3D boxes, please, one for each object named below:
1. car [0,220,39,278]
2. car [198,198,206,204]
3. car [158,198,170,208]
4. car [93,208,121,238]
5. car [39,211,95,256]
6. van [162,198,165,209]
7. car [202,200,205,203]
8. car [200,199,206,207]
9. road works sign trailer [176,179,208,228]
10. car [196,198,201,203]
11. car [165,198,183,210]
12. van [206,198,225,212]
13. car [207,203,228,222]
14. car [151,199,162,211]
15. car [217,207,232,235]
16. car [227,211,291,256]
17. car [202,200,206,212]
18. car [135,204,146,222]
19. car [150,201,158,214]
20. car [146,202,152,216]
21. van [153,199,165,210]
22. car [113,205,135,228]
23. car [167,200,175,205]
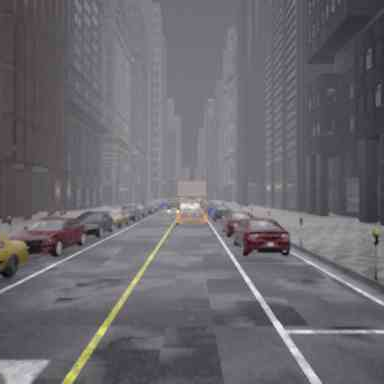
[{"bbox_3d":[-5.769,1.631,8.055,1.752,1.417,4.829,0,-1,0],"label":"car"},{"bbox_3d":[2.723,2.422,64.605,1.887,1.381,4.507,0,-1,0],"label":"car"},{"bbox_3d":[-5.805,2.272,70.224,2.192,1.841,5.009,0,-1,0],"label":"car"},{"bbox_3d":[-5.775,1.821,19.497,1.947,1.339,4.313,0,-1,0],"label":"car"},{"bbox_3d":[-5.772,1.726,13.861,1.887,1.381,4.507,0,-1,0],"label":"car"},{"bbox_3d":[-5.795,2.058,53.316,1.690,1.788,3.998,0,-1,0],"label":"van"},{"bbox_3d":[2.733,2.221,47.698,1.802,1.307,4.206,0,-1,0],"label":"car"},{"bbox_3d":[2.730,2.269,53.334,2.008,1.369,4.403,0,-1,0],"label":"car"},{"bbox_3d":[-0.015,0.796,25.189,2.380,3.560,2.880,0,-1,0],"label":"road works sign trailer"},{"bbox_3d":[2.716,2.354,75.879,2.192,1.841,5.009,0,-1,0],"label":"car"},{"bbox_3d":[-3.091,1.985,56.615,2.150,2.045,5.566,0,-1,1],"label":"car"},{"bbox_3d":[2.740,1.825,36.429,1.690,1.788,3.998,0,-1,0],"label":"van"},{"bbox_3d":[2.743,1.958,30.791,2.008,1.369,4.403,0,-1,0],"label":"car"},{"bbox_3d":[-5.792,2.078,47.679,1.967,1.590,4.097,0,-1,0],"label":"car"},{"bbox_3d":[2.750,1.801,19.520,1.887,1.381,4.507,0,-1,0],"label":"car"},{"bbox_3d":[2.753,1.728,13.884,1.887,1.381,4.507,0,-1,0],"label":"car"},{"bbox_3d":[2.736,2.112,42.063,2.008,1.369,4.403,0,-1,0],"label":"car"},{"bbox_3d":[-5.782,1.972,30.768,1.947,1.339,4.313,0,-1,0],"label":"car"},{"bbox_3d":[-5.788,2.126,42.041,1.947,1.339,4.313,0,-1,0],"label":"car"},{"bbox_3d":[-5.785,2.064,36.405,1.802,1.307,4.206,0,-1,0],"label":"car"},{"bbox_3d":[-5.799,2.137,58.952,1.690,1.788,3.998,0,-1,0],"label":"van"},{"bbox_3d":[-5.778,1.853,24.963,1.752,1.417,4.829,0,-1,0],"label":"car"},{"bbox_3d":[-5.818,2.830,92.765,1.887,1.381,4.507,0,-1,0],"label":"car"}]
